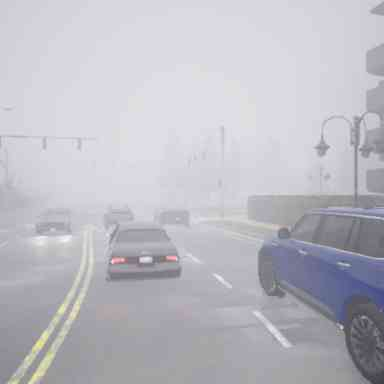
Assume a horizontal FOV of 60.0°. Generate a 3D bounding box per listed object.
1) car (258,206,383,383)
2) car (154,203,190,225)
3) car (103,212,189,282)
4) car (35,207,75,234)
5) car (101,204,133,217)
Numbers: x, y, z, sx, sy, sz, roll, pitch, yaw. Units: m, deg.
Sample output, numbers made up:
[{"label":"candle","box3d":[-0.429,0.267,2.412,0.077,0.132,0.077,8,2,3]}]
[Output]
[{"label":"car","box3d":[2.915,1.229,5.614,2.150,2.045,5.566,0,-1,-8]},{"label":"car","box3d":[-1.530,1.539,23.316,1.882,1.535,5.008,0,0,-14]},{"label":"car","box3d":[-1.573,1.575,9.926,2.033,1.411,5.357,0,0,-12]},{"label":"car","box3d":[-8.028,1.608,19.923,2.033,1.411,5.357,0,0,-17]},{"label":"car","box3d":[-4.950,1.554,22.158,2.128,1.511,4.902,0,0,-17]}]
